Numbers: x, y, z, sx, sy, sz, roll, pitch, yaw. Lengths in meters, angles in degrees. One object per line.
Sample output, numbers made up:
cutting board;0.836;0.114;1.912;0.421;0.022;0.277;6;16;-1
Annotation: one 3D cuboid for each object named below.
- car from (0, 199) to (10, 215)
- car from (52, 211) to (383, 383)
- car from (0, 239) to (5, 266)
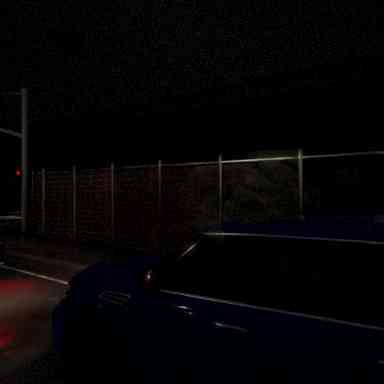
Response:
car;-20.148;1.407;31.886;2.097;1.767;4.553;0;0;37
car;0.963;1.221;3.303;5.566;2.045;2.150;0;0;35
car;-7.051;1.492;9.021;4.902;1.511;2.128;0;0;33
